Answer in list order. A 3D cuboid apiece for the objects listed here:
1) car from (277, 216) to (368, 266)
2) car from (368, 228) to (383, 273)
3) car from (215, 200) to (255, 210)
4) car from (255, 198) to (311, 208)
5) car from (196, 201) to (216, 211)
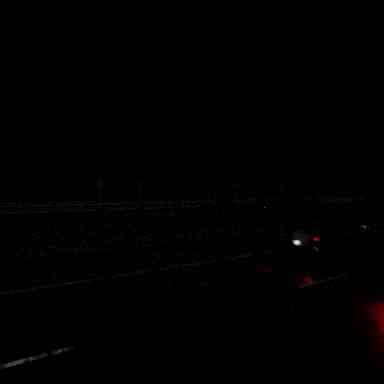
[{"bbox_3d":[4.905,1.544,11.541,4.181,1.385,1.994,0,0,-35],"label":"car"},{"bbox_3d":[6.753,1.486,8.561,4.892,1.490,1.837,0,0,-35],"label":"car"},{"bbox_3d":[4.641,1.562,28.795,4.718,1.301,1.895,0,0,-35],"label":"car"},{"bbox_3d":[7.594,1.312,26.600,4.553,1.767,2.097,0,0,-35],"label":"car"},{"bbox_3d":[2.894,1.508,31.845,5.357,1.411,2.033,0,0,-35],"label":"car"}]
